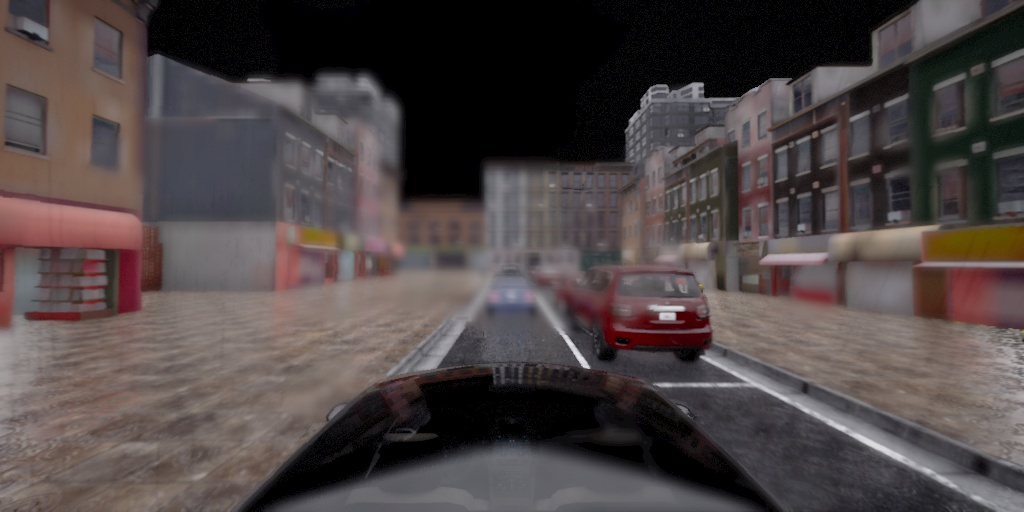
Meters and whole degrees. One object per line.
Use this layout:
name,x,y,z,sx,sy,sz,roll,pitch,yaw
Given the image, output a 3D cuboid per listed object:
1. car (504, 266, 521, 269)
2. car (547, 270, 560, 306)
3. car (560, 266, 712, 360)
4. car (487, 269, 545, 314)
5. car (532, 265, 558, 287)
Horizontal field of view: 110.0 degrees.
car,0.009,1.563,30.343,1.837,1.490,4.892,0,0,0
car,2.636,1.423,13.984,1.888,1.381,4.507,0,0,0
car,2.638,1.135,8.481,2.192,1.841,5.009,0,0,0
car,0.004,1.430,14.383,2.033,1.411,5.357,0,-1,0
car,2.633,1.542,24.991,1.888,1.381,4.507,0,0,0
